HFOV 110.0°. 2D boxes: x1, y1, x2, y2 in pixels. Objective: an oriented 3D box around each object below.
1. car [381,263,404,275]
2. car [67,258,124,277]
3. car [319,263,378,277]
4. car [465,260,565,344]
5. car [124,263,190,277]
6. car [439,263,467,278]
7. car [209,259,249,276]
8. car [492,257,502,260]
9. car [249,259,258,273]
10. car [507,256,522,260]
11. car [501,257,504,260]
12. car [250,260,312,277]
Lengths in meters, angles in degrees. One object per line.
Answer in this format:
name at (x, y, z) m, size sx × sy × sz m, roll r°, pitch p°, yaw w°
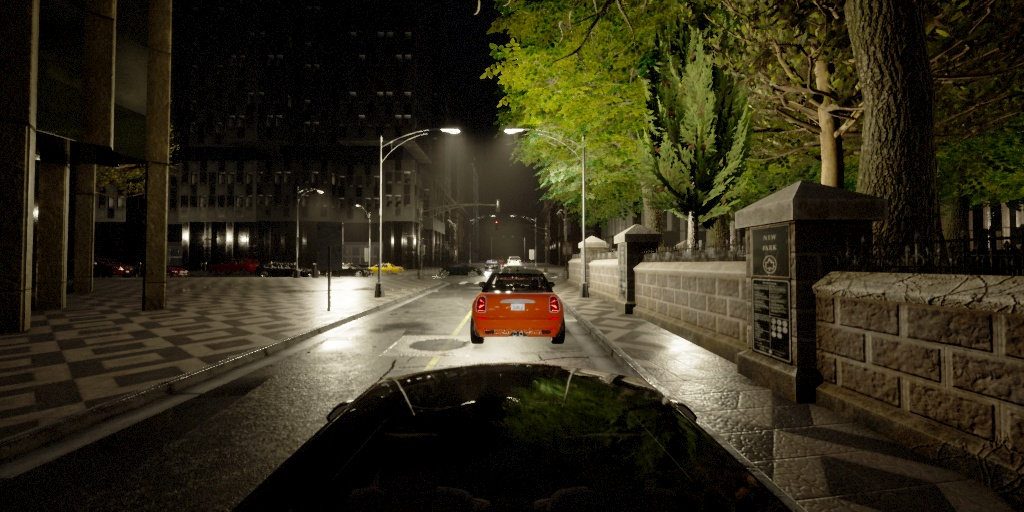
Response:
car at (-14.602, 1.426, 40.059) m, size 4.829 × 1.417 × 1.751 m, roll 0°, pitch 0°, yaw 1°
car at (-36.560, 1.062, 31.755) m, size 5.009 × 1.841 × 2.192 m, roll 0°, pitch 0°, yaw 1°
car at (-14.508, 1.268, 31.535) m, size 4.403 × 1.370 × 2.007 m, roll 0°, pitch 0°, yaw 1°
car at (0.129, 1.107, 9.759) m, size 2.097 × 1.767 × 4.553 m, roll 0°, pitch 0°, yaw 0°
car at (-31.047, 1.321, 31.700) m, size 4.207 × 1.307 × 1.802 m, roll 0°, pitch 0°, yaw 1°
car at (-4.794, 1.353, 34.106) m, size 4.181 × 1.385 × 1.994 m, roll 0°, pitch 0°, yaw 1°
car at (-30.969, 1.238, 40.223) m, size 5.009 × 1.841 × 2.192 m, roll 0°, pitch 0°, yaw 1°
car at (-2.877, 1.326, 50.823) m, size 2.128 × 1.511 × 4.902 m, roll 0°, pitch 0°, yaw 0°
car at (-21.717, 1.275, 34.285) m, size 4.902 × 1.511 × 2.128 m, roll 0°, pitch -1°, yaw 1°
car at (0.381, 1.076, 57.509) m, size 2.150 × 2.045 × 5.566 m, roll 0°, pitch 0°, yaw 0°
car at (-2.814, 1.370, 61.197) m, size 1.837 × 1.490 × 4.892 m, roll 0°, pitch 0°, yaw 1°
car at (-20.021, 1.290, 31.590) m, size 4.313 × 1.339 × 1.948 m, roll 0°, pitch 0°, yaw 1°
